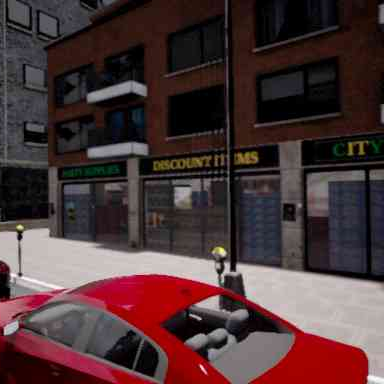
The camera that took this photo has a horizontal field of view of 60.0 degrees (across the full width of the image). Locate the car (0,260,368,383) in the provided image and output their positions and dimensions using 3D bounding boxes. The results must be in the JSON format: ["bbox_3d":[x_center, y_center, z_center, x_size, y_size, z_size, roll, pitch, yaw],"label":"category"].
[{"bbox_3d":[-0.679,1.544,3.376,4.507,1.381,1.887,0,-1,36],"label":"car"}]
